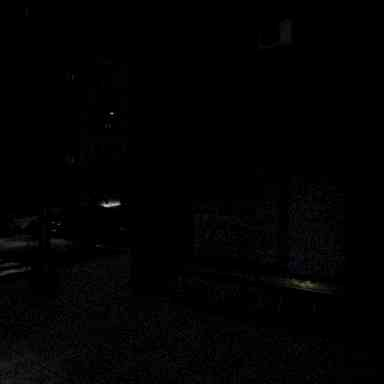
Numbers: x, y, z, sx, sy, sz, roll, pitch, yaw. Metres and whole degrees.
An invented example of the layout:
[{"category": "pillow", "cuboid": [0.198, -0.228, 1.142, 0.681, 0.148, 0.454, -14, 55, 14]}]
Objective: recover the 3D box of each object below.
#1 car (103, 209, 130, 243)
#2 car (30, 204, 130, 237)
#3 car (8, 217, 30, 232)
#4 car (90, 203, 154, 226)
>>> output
[{"category": "car", "cuboid": [-1.604, 1.561, 15.190, 1.947, 1.339, 4.313, 0, 0, 36]}, {"category": "car", "cuboid": [-5.954, 1.496, 18.542, 1.882, 1.535, 5.008, 0, 0, 36]}, {"category": "car", "cuboid": [-8.224, 1.554, 19.729, 1.752, 1.417, 4.829, 0, 0, 36]}, {"category": "car", "cuboid": [-4.975, 1.584, 24.270, 2.008, 1.369, 4.403, 0, 0, 36]}]
